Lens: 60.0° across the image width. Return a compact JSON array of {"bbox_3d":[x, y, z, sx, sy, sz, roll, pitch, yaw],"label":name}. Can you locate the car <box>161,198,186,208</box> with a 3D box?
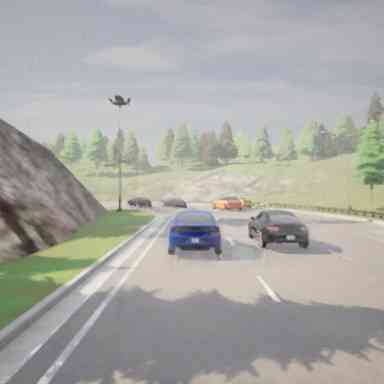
[{"bbox_3d":[-2.479,1.498,45.104,1.994,1.385,4.181,0,0,-34],"label":"car"}]

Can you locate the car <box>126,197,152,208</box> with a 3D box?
[{"bbox_3d":[-7.343,1.440,45.776,1.837,1.490,4.892,3,-1,-37],"label":"car"}]

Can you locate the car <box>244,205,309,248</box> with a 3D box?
[{"bbox_3d":[3.606,1.504,14.434,1.812,1.442,4.674,0,0,0],"label":"car"}]

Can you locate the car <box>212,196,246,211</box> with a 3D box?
[{"bbox_3d":[4.119,1.294,39.766,2.097,1.767,4.553,0,0,-21],"label":"car"}]

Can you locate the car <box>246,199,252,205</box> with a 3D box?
[{"bbox_3d":[5.957,1.413,44.440,1.882,1.535,5.008,1,0,-26],"label":"car"}]

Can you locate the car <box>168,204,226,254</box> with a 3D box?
[{"bbox_3d":[0.105,1.458,13.509,1.882,1.535,5.008,0,0,0],"label":"car"}]
